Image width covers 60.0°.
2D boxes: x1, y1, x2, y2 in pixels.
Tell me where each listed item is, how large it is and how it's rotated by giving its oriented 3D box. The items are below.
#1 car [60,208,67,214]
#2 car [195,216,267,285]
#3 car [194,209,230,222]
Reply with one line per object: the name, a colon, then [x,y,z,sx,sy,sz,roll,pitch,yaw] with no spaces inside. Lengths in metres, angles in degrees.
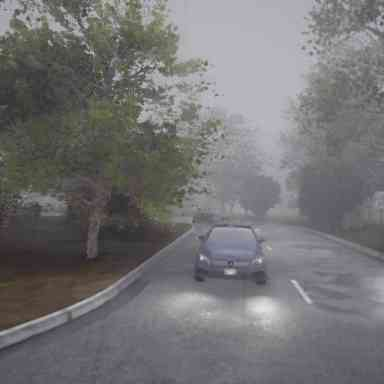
car: [-12.726,2.069,39.308,5.357,1.411,2.033,1,-2,7]
car: [1.218,1.691,10.225,1.812,1.442,4.674,1,-1,7]
car: [1.809,2.115,28.267,1.994,1.385,4.181,3,-2,-25]
